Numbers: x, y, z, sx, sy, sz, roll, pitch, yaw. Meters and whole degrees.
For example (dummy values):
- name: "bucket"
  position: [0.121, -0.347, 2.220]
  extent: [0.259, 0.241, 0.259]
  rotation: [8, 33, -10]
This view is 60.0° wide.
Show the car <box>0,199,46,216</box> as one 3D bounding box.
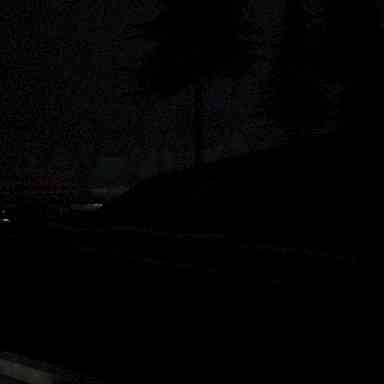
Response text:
- name: "car"
  position: [-15.984, 1.525, 31.564]
  extent: [1.994, 1.385, 4.181]
  rotation: [-1, 1, 23]

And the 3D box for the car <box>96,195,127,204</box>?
- name: "car"
  position: [-13.386, 1.239, 55.453]
  extent: [1.812, 1.442, 4.674]
  rotation: [-1, 0, 24]

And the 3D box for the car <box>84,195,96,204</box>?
- name: "car"
  position: [-16.491, 1.240, 57.085]
  extent: [2.128, 1.511, 4.902]
  rotation: [-1, 0, 23]
